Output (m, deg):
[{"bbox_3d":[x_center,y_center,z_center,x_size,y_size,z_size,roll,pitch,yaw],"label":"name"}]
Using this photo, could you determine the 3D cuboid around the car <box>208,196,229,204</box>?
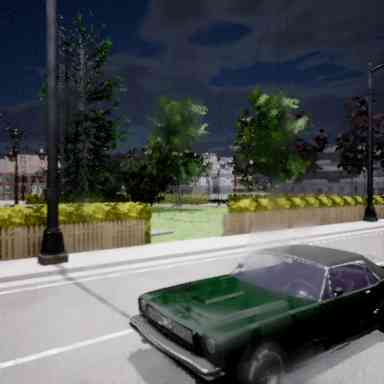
[{"bbox_3d":[4.504,1.336,54.053,1.895,1.301,4.718,0,0,-36],"label":"car"}]

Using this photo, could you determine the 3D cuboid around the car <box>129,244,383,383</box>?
[{"bbox_3d":[1.516,1.571,5.069,4.718,1.301,1.895,0,0,-35],"label":"car"}]
